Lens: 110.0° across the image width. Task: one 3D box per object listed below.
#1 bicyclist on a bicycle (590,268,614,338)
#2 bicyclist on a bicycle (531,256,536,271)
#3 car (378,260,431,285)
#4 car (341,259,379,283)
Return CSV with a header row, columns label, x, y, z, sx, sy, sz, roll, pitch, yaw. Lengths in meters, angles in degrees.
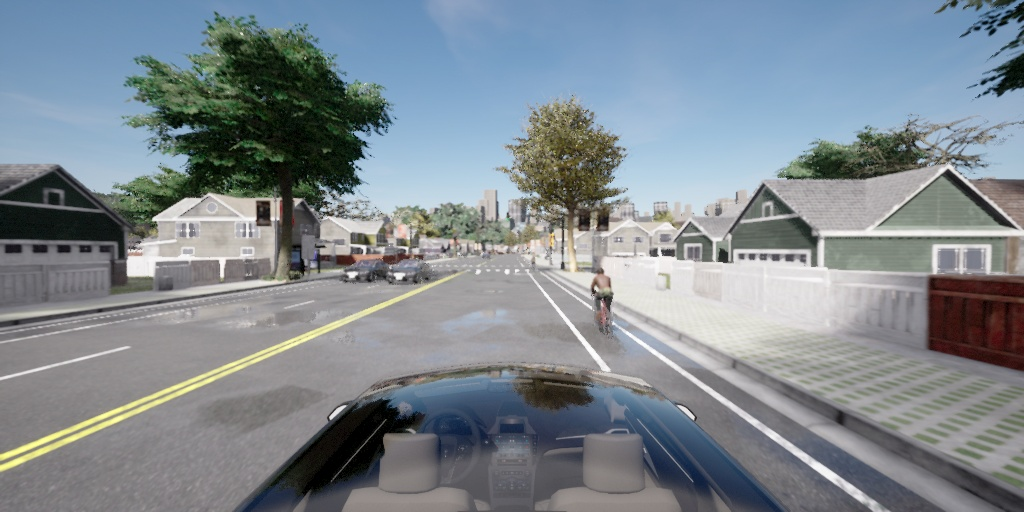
label,x,y,z,sx,sy,sz,roll,pitch,yaw
bicyclist on a bicycle,2.241,1.122,8.936,0.582,1.620,1.656,0,0,0
bicyclist on a bicycle,2.206,0.806,36.934,0.582,1.620,1.656,0,0,0
car,-6.612,0.999,23.471,2.128,1.511,4.902,0,0,0
car,-9.861,0.987,24.561,2.128,1.511,4.902,0,1,0
